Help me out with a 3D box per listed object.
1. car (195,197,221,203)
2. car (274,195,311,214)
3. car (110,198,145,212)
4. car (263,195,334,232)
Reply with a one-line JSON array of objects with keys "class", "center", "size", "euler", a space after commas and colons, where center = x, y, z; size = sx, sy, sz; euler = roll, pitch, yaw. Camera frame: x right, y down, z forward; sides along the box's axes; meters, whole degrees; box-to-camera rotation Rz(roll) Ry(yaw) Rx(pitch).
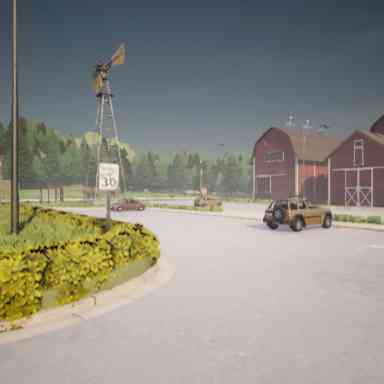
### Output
[{"class": "car", "center": [2.273, 1.450, 46.059], "size": [4.193, 1.474, 1.816], "euler": [0, 0, -37]}, {"class": "car", "center": [10.805, 1.259, 35.604], "size": [3.866, 1.878, 1.905], "euler": [0, 0, -37]}, {"class": "car", "center": [-7.313, 1.463, 37.396], "size": [3.905, 1.438, 1.784], "euler": [0, 0, -37]}, {"class": "car", "center": [6.298, 1.255, 19.505], "size": [4.605, 1.855, 1.932], "euler": [0, 0, -37]}]
